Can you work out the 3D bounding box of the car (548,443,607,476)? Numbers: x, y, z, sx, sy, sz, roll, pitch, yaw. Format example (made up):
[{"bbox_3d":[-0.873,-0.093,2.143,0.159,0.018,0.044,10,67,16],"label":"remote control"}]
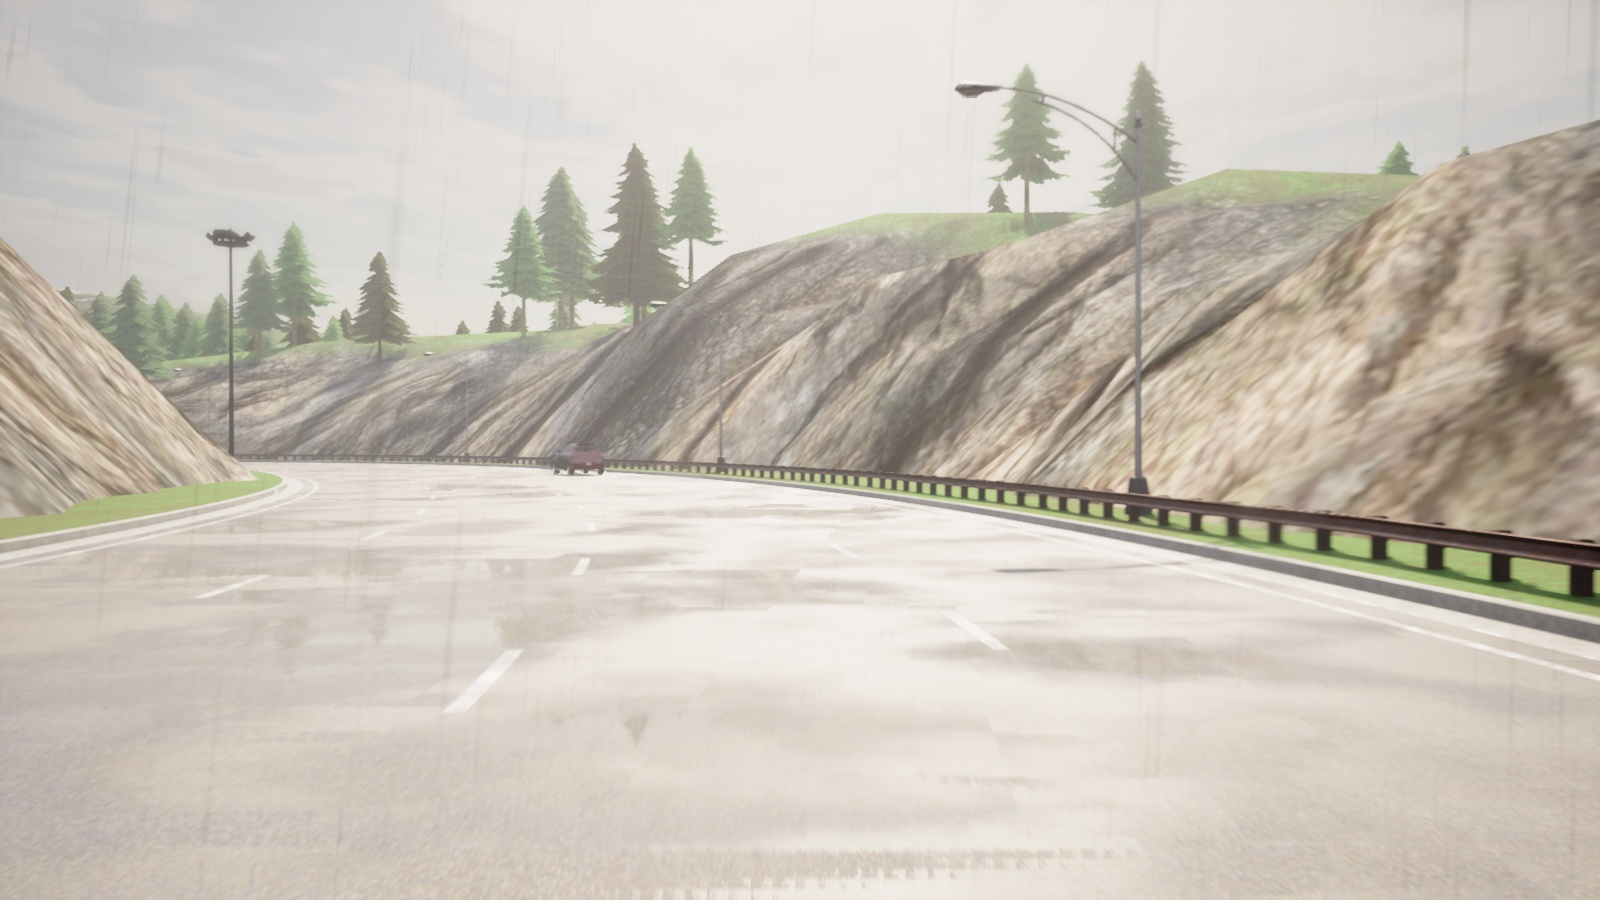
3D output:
[{"bbox_3d":[-10.671,0.426,60.084,1.845,1.501,3.633,0,0,-26],"label":"car"}]
